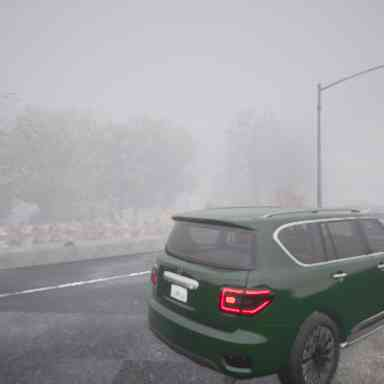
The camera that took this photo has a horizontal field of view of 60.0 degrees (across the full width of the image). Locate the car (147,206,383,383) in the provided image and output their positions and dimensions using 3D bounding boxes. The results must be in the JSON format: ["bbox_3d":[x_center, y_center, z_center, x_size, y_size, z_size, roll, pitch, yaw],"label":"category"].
[{"bbox_3d":[1.962,1.258,5.447,5.566,2.045,2.150,0,-1,-38],"label":"car"}]

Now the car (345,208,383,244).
[{"bbox_3d":[10.039,1.680,17.444,2.033,1.411,5.357,0,0,44],"label":"car"}]
